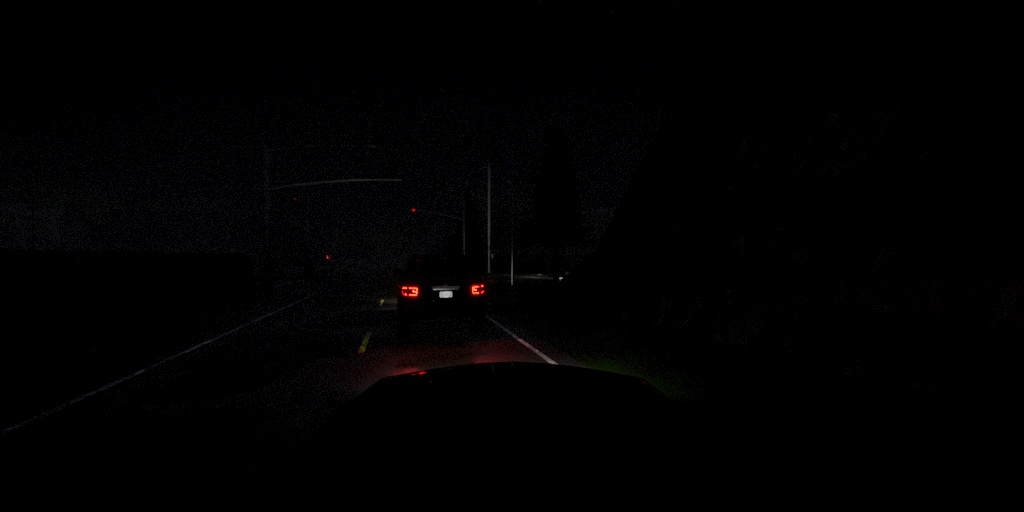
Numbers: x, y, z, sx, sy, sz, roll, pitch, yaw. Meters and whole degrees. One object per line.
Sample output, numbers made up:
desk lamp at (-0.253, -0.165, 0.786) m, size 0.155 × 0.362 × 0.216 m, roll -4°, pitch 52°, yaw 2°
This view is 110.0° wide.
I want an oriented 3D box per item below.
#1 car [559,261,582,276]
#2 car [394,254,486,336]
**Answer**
car at (6.499, 1.228, 35.347) m, size 5.008 × 1.535 × 1.882 m, roll 0°, pitch 0°, yaw -19°
car at (-2.278, 0.971, 10.763) m, size 2.150 × 2.045 × 5.566 m, roll 0°, pitch 0°, yaw -17°
